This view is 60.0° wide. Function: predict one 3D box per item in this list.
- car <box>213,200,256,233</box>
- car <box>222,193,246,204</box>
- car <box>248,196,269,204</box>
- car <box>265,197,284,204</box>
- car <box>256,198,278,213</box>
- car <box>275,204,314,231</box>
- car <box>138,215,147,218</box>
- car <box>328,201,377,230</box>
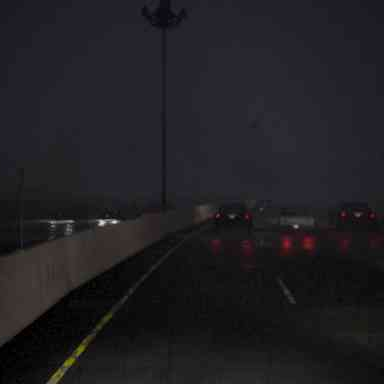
[{"bbox_3d":[2.582,1.356,19.854,2.097,1.767,4.553,0,0,12],"label":"car"},{"bbox_3d":[8.275,1.236,65.115,2.150,2.045,5.566,0,0,37],"label":"car"},{"bbox_3d":[13.067,1.525,65.506,2.128,1.511,4.902,0,0,38],"label":"car"},{"bbox_3d":[15.719,1.632,63.255,1.895,1.301,4.718,0,0,38],"label":"car"},{"bbox_3d":[8.254,1.521,37.148,1.837,1.490,4.892,0,0,23],"label":"car"},{"bbox_3d":[6.311,1.614,20.635,1.895,1.301,4.718,0,0,13],"label":"car"},{"bbox_3d":[-2.986,1.480,27.059,2.128,1.511,4.902,0,0,16],"label":"car"},{"bbox_3d":[10.148,1.375,21.345,2.097,1.767,4.553,0,0,14],"label":"car"}]
